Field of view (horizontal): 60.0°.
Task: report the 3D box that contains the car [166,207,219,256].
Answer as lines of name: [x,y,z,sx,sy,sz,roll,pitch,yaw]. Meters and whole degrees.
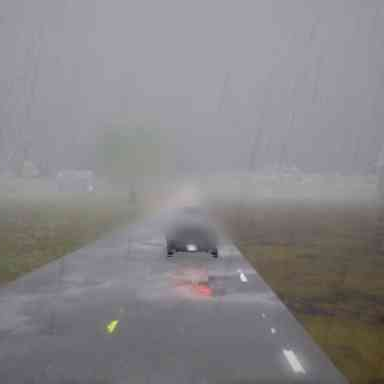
car: [0.022,1.599,13.466,1.837,1.490,4.892,0,0,0]

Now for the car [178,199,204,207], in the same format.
car: [0.027,1.659,29.229,1.882,1.535,5.008,0,0,0]

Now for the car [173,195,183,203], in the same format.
car: [-2.762,1.286,65.643,1.882,1.535,5.008,0,1,0]
